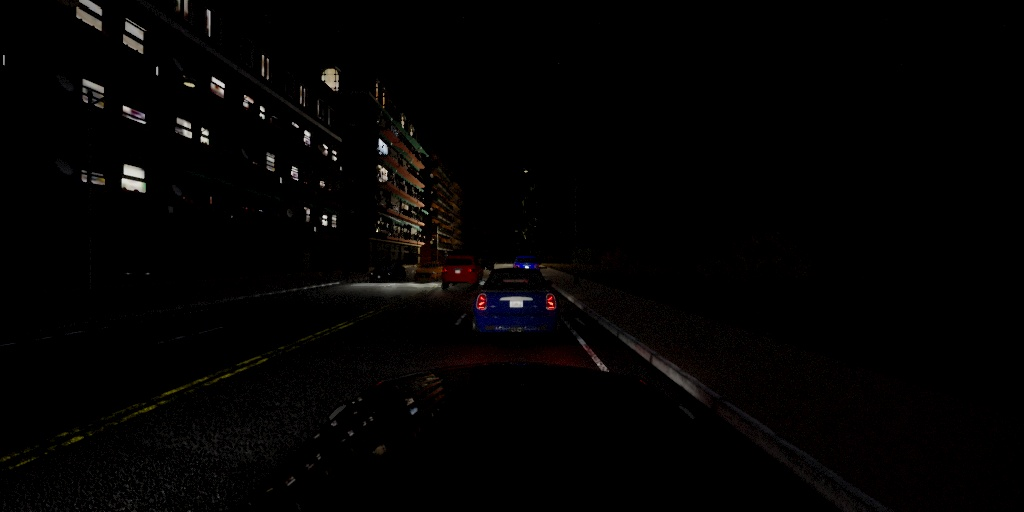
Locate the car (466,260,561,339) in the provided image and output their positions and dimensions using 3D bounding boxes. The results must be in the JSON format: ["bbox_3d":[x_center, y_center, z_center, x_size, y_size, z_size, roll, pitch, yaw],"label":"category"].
[{"bbox_3d":[0.103,1.103,10.194,2.097,1.767,4.553,0,0,0],"label":"car"}]

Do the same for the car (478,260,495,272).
[{"bbox_3d":[-3.128,1.252,44.899,1.837,1.490,4.892,0,-2,0],"label":"car"}]

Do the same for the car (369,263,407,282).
[{"bbox_3d":[-9.838,1.279,28.862,1.812,1.442,4.674,0,0,0],"label":"car"}]

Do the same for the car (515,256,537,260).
[{"bbox_3d":[1.151,0.979,30.148,2.150,2.045,5.566,0,0,0],"label":"car"}]

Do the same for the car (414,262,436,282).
[{"bbox_3d":[-6.588,1.231,29.308,1.882,1.535,5.008,0,0,0],"label":"car"}]

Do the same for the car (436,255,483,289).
[{"bbox_3d":[-3.140,0.977,23.460,2.150,2.045,5.566,0,0,0],"label":"car"}]
